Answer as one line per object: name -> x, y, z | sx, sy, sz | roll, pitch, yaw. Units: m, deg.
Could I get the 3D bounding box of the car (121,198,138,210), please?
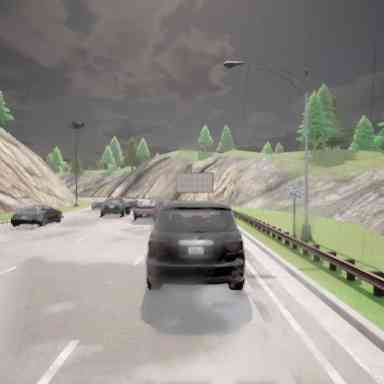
car -> -8.083, 1.510, 43.277 | 1.812, 1.442, 4.674 | 0, 0, -7

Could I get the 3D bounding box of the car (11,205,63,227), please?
car -> -10.440, 1.556, 22.743 | 1.994, 1.385, 4.181 | 0, 0, 0

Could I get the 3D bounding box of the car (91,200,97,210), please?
car -> -11.406, 1.585, 42.021 | 1.895, 1.301, 4.718 | 0, 0, -7

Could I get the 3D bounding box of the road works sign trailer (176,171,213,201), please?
road works sign trailer -> 0.180, 0.457, 21.482 | 2.380, 3.560, 2.880 | 0, 0, 0

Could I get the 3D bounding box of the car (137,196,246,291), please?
car -> 0.084, 1.220, 9.126 | 2.150, 2.045, 5.566 | 0, 0, 0

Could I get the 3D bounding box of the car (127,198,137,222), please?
car -> -3.467, 1.480, 26.518 | 2.128, 1.511, 4.902 | 0, 0, -1

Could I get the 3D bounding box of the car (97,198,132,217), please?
car -> -7.097, 1.343, 31.203 | 2.097, 1.767, 4.553 | 0, 0, -2
